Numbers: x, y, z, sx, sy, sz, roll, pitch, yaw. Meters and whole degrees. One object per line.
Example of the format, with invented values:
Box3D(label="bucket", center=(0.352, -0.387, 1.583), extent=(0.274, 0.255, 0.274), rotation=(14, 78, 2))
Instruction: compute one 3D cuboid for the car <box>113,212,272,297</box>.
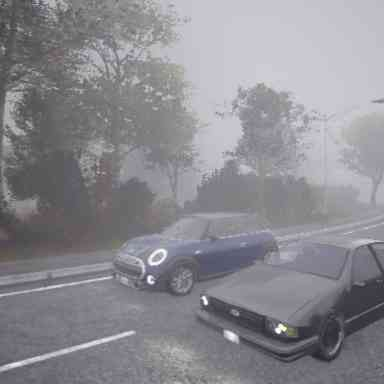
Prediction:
Box3D(label="car", center=(0.240, 1.371, 8.812), extent=(4.553, 1.767, 2.097), rotation=(0, 0, -39))

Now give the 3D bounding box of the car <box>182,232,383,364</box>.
Box3D(label="car", center=(2.606, 1.555, 6.147), extent=(5.357, 1.411, 2.033), rotation=(0, 0, -39))
